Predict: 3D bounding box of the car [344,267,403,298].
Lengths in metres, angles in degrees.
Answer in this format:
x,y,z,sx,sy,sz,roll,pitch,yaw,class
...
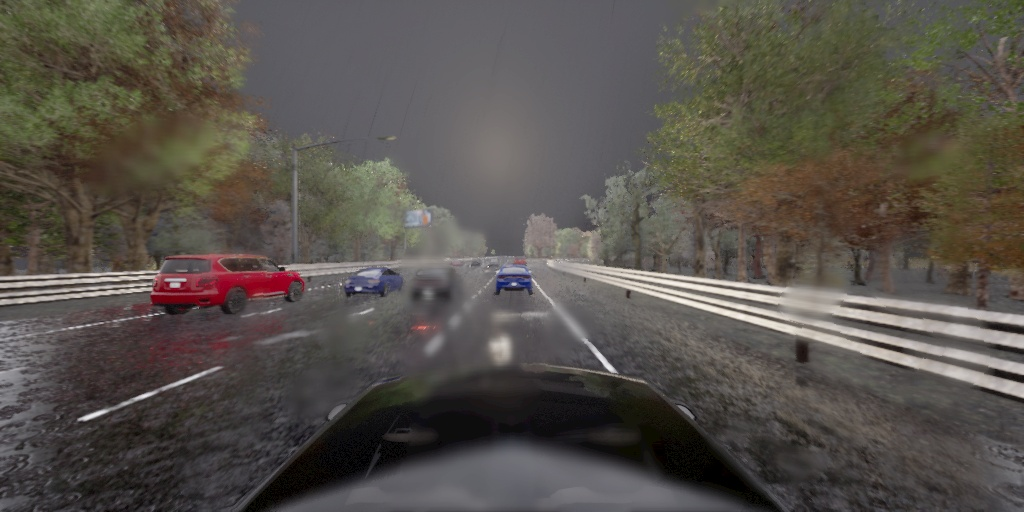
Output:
x,y,z,sx,sy,sz,roll,pitch,yaw,class
-6.891,1.291,18.400,1.812,1.442,4.674,0,0,0,car

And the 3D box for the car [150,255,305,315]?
x,y,z,sx,sy,sz,roll,pitch,yaw,class
-10.393,0.984,13.740,2.150,2.045,5.566,0,0,0,car

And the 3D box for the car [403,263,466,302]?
x,y,z,sx,sy,sz,roll,pitch,yaw,class
-3.393,1.270,16.991,1.837,1.490,4.892,0,0,0,car

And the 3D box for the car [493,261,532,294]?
x,y,z,sx,sy,sz,roll,pitch,yaw,class
0.108,1.244,20.356,1.882,1.535,5.008,0,0,0,car
